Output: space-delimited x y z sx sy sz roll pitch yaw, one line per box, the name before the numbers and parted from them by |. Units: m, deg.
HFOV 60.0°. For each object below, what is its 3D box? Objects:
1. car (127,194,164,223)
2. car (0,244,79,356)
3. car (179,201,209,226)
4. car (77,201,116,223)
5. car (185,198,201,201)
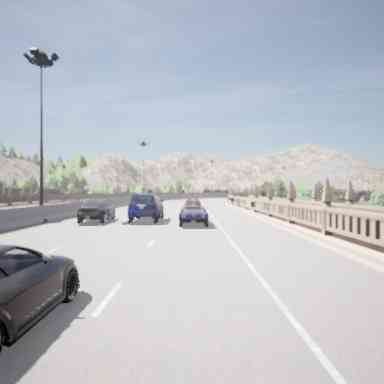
car | -3.394 1.128 25.036 2.150 2.045 5.566 0 0 0
car | -3.399 1.543 5.463 1.994 1.385 4.181 0 0 0
car | 0.105 1.516 22.631 1.895 1.301 4.718 0 0 0
car | -6.895 1.414 24.337 1.837 1.490 4.892 0 0 0
car | 0.111 1.415 39.939 1.994 1.385 4.181 0 0 0
